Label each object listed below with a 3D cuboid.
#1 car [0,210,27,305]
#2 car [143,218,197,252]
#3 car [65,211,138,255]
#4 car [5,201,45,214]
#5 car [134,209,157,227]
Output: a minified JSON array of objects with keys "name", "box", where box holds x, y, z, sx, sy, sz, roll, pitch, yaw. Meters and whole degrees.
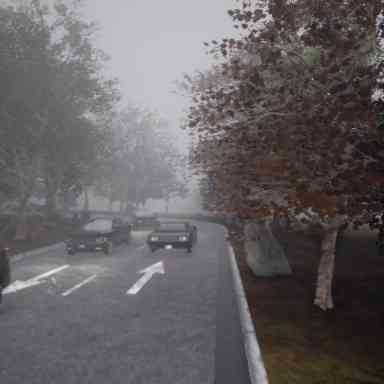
[{"name":"car","box":[-4.912,1.416,4.797,2.150,2.045,5.566,-1,-2,0]},{"name":"car","box":[-0.792,2.043,16.097,1.895,1.301,4.718,-1,-1,5]},{"name":"car","box":[-4.267,1.958,15.943,1.882,1.535,5.008,-1,-1,5]},{"name":"car","box":[-20.424,1.883,41.003,5.008,1.535,1.882,2,-2,6]},{"name":"car","box":[-4.115,2.178,27.897,1.882,1.535,5.008,0,-1,-17]}]
